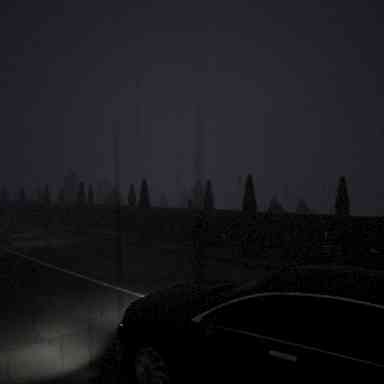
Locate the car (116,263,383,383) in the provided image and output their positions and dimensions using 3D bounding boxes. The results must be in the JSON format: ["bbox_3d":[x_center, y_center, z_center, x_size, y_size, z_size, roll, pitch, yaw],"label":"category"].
[{"bbox_3d":[1.287,1.513,3.305,4.892,1.490,1.837,0,0,37],"label":"car"}]
